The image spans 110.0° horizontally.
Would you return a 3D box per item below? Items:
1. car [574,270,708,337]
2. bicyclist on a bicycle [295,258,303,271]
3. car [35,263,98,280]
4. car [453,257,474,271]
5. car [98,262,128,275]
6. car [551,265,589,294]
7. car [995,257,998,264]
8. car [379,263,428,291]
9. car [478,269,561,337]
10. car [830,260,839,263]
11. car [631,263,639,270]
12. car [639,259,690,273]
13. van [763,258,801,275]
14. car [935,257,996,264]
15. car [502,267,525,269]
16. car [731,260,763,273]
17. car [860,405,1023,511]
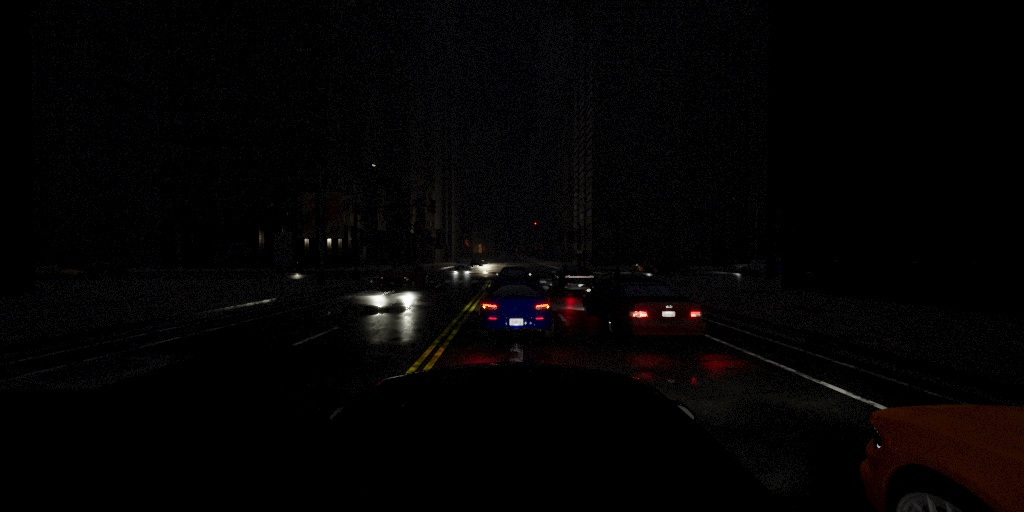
[{"bbox_3d":[3.349,1.294,10.214,2.033,1.411,5.357,0,0,0],"label":"car"},{"bbox_3d":[-25.888,1.002,43.551,0.582,1.620,1.656,0,1,0],"label":"bicyclist on a bicycle"},{"bbox_3d":[-40.834,1.450,32.164,4.829,1.417,1.751,0,0,0],"label":"car"},{"bbox_3d":[-6.596,1.242,48.166,1.812,1.442,4.674,0,0,0],"label":"car"},{"bbox_3d":[-46.428,1.363,40.685,4.507,1.381,1.888,0,0,0],"label":"car"},{"bbox_3d":[3.344,1.230,19.962,2.128,1.511,4.902,0,0,0],"label":"car"},{"bbox_3d":[49.280,1.047,35.115,5.009,1.841,2.192,0,0,0],"label":"car"},{"bbox_3d":[-6.600,1.214,22.247,1.882,1.535,5.008,0,0,0],"label":"car"},{"bbox_3d":[0.091,1.272,10.115,1.812,1.442,4.674,0,0,0],"label":"car"},{"bbox_3d":[32.959,1.322,35.206,4.207,1.307,1.802,0,0,0],"label":"car"},{"bbox_3d":[16.682,1.071,43.822,4.097,1.591,1.967,0,0,0],"label":"car"},{"bbox_3d":[17.712,1.148,41.143,5.008,1.535,1.882,0,1,0],"label":"car"},{"bbox_3d":[27.518,1.087,35.237,3.998,1.789,1.690,0,0,0],"label":"van"},{"bbox_3d":[43.838,1.170,35.145,4.097,1.591,1.967,0,0,0],"label":"car"},{"bbox_3d":[0.092,1.286,19.688,2.033,1.411,5.357,0,0,0],"label":"car"},{"bbox_3d":[27.651,1.185,41.072,4.674,1.442,1.812,0,1,0],"label":"car"},{"bbox_3d":[3.349,1.228,0.390,1.882,1.535,5.008,0,0,0],"label":"car"}]
